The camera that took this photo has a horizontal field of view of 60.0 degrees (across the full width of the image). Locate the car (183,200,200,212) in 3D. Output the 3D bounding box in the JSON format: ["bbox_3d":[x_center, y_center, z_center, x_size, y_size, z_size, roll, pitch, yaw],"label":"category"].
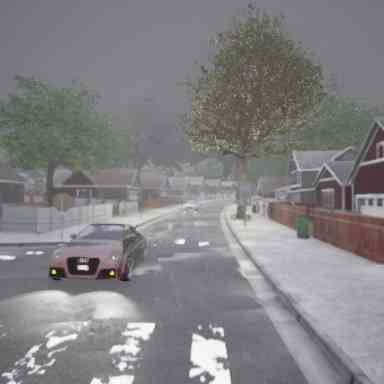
[{"bbox_3d":[-0.122,1.883,45.435,1.812,1.442,4.674,0,0,6],"label":"car"}]

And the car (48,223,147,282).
[{"bbox_3d":[-2.562,1.640,9.964,1.994,1.385,4.181,1,-1,2],"label":"car"}]
